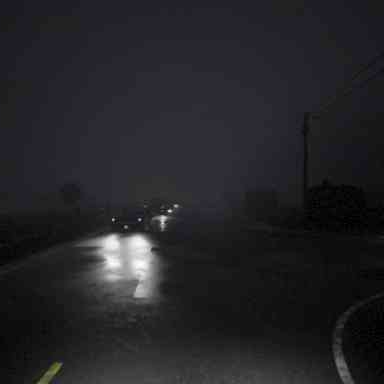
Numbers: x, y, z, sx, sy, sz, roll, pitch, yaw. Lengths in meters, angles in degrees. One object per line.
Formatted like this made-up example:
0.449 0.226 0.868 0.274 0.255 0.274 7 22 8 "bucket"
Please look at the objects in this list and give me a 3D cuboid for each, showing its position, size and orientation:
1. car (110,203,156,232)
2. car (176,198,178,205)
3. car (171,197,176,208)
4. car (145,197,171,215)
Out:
-3.609 1.608 20.465 1.895 1.301 4.718 0 0 0 "car"
-3.533 1.620 60.189 1.895 1.301 4.718 0 0 0 "car"
-3.608 1.492 45.084 1.882 1.535 5.008 0 0 0 "car"
-3.611 1.362 33.411 2.097 1.767 4.553 0 0 0 "car"
